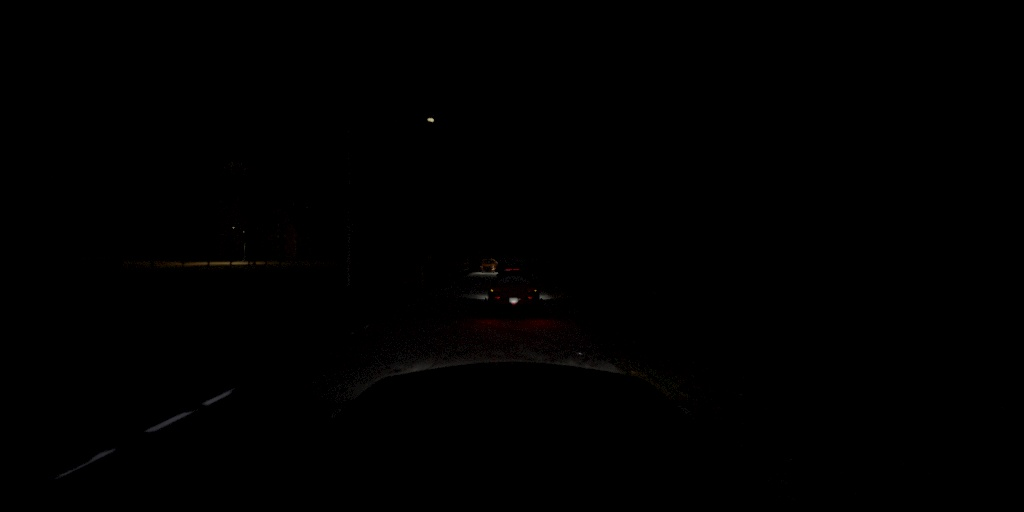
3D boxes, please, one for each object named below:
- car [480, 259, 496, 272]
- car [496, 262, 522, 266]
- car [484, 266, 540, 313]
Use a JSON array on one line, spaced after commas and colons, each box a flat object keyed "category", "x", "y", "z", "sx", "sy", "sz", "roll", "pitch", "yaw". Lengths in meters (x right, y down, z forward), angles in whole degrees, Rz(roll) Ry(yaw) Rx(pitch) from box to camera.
[{"category": "car", "x": -2.833, "y": 1.165, "z": 44.229, "sx": 1.882, "sy": 1.535, "sz": 5.008, "roll": 0, "pitch": 0, "yaw": 0}, {"category": "car", "x": 0.076, "y": 1.212, "z": 28.651, "sx": 2.128, "sy": 1.511, "sz": 4.902, "roll": 0, "pitch": 0, "yaw": 0}, {"category": "car", "x": 0.075, "y": 1.263, "z": 13.864, "sx": 1.812, "sy": 1.442, "sz": 4.674, "roll": 0, "pitch": 0, "yaw": 0}]
